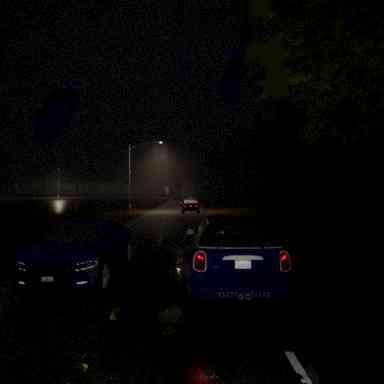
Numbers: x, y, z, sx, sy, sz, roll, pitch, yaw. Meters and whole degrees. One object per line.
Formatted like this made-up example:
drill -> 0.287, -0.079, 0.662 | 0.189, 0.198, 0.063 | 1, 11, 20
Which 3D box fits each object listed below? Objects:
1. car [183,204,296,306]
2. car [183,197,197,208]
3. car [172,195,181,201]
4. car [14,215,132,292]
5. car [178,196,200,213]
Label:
car -> 0.918, 1.340, 8.186 | 2.097, 1.767, 4.553 | 0, 0, 0
car -> -0.228, 1.461, 47.371 | 1.895, 1.301, 4.718 | 0, 0, 0
car -> -3.154, 1.253, 70.851 | 1.895, 1.301, 4.718 | 0, 1, 0
car -> -2.900, 1.465, 9.137 | 1.882, 1.535, 5.008 | 0, 0, 0
car -> -0.127, 1.464, 36.141 | 2.033, 1.411, 5.357 | 0, 0, 0
